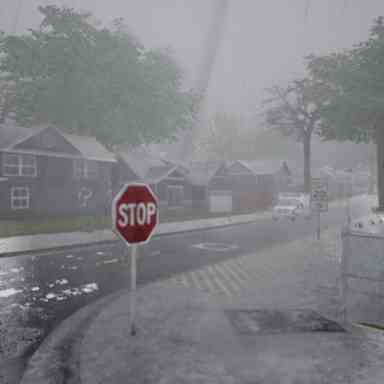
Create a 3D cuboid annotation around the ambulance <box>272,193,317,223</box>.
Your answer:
[{"bbox_3d":[9.294,1.341,30.111,2.351,2.431,6.366,0,0,36],"label":"ambulance"}]
